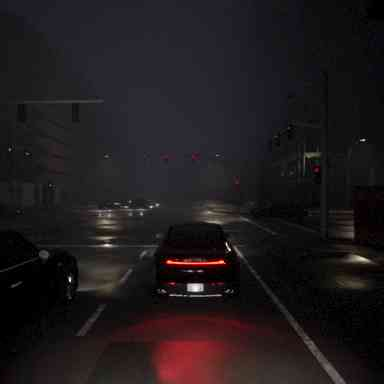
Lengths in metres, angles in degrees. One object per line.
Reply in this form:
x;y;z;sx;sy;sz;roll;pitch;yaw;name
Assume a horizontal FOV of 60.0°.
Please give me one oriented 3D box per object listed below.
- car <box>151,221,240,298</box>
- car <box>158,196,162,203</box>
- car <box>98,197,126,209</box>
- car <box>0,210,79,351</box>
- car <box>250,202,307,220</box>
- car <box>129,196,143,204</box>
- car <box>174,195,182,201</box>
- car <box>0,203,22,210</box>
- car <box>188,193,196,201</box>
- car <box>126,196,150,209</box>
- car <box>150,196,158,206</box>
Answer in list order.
0.082;1.505;8.518;1.837;1.490;4.892;0;0;0;car
-7.215;1.491;66.963;2.128;1.511;4.902;0;0;1;car
-10.925;1.547;44.579;2.033;1.411;5.357;0;0;3;car
-3.445;1.352;5.196;2.097;1.767;4.553;0;0;0;car
7.190;1.581;27.748;4.674;1.442;1.812;0;0;0;car
-10.761;1.526;64.594;1.812;1.442;4.674;0;0;1;car
-3.499;1.553;84.312;1.994;1.385;4.181;0;0;1;car
-16.516;1.612;27.812;4.181;1.385;1.994;0;0;0;car
0.003;1.225;84.536;2.150;2.045;5.566;0;0;1;car
-7.456;1.505;46.467;1.837;1.490;4.892;0;0;0;car
-7.390;1.478;56.536;1.882;1.535;5.008;0;0;1;car
